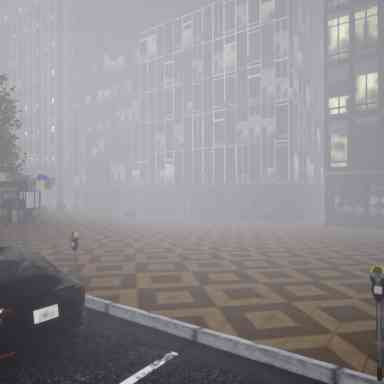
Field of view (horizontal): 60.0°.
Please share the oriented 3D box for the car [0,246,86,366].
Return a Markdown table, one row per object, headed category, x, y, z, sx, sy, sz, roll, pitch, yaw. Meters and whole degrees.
| category | x | y | z | sx | sy | sz | roll | pitch | yaw |
| --- | --- | --- | --- | --- | --- | --- | --- | --- | --- |
| car | -3.523 | 1.566 | 5.383 | 4.313 | 1.339 | 1.947 | 0 | 0 | 35 |
